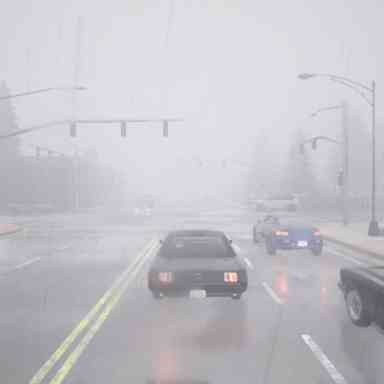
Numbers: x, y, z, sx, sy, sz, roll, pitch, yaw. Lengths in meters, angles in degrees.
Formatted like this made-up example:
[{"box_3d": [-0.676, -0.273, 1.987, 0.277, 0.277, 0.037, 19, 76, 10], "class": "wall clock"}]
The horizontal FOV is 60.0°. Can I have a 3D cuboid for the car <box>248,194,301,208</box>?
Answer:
[{"box_3d": [8.989, 1.223, 36.203, 5.566, 2.045, 2.150, 0, 0, 1], "class": "car"}]

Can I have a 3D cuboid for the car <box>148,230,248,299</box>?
[{"box_3d": [0.099, 1.601, 8.383, 1.895, 1.301, 4.718, 0, 0, 0], "class": "car"}]

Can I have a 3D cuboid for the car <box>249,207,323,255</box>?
[{"box_3d": [3.637, 1.526, 13.174, 1.812, 1.442, 4.674, 0, 0, 0], "class": "car"}]

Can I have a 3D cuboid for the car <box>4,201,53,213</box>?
[{"box_3d": [-18.053, 1.601, 36.726, 4.718, 1.301, 1.895, 0, 0, 0], "class": "car"}]

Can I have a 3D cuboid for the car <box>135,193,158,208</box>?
[{"box_3d": [-6.860, 1.221, 49.014, 2.150, 2.045, 5.566, 0, 0, 1], "class": "car"}]

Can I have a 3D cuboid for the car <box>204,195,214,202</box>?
[{"box_3d": [3.833, 1.355, 75.059, 2.097, 1.767, 4.553, 0, 0, 0], "class": "car"}]

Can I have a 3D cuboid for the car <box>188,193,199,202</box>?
[{"box_3d": [0.329, 1.225, 74.954, 2.150, 2.045, 5.566, 0, 0, 0], "class": "car"}]

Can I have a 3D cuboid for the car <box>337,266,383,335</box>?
[{"box_3d": [3.614, 1.601, 4.071, 1.895, 1.301, 4.718, 0, 0, 0], "class": "car"}]

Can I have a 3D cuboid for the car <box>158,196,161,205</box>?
[{"box_3d": [-6.809, 1.352, 59.025, 2.097, 1.767, 4.553, 0, 0, 1], "class": "car"}]
